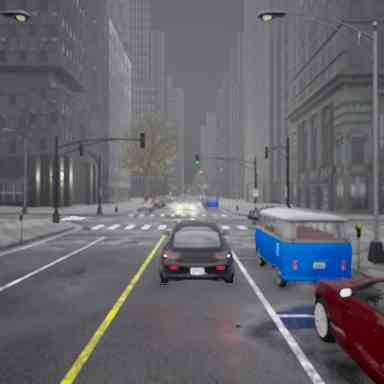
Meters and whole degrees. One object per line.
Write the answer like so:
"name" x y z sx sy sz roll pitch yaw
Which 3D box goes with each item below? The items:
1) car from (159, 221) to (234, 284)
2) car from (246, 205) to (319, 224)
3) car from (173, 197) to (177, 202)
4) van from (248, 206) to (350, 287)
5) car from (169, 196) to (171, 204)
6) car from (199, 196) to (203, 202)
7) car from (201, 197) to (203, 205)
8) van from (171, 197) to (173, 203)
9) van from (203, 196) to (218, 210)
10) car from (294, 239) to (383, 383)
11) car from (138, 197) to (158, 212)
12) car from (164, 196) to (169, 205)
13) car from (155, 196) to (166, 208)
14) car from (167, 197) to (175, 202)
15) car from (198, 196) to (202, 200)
"car" 0.120 1.574 9.583 1.812 1.442 4.674 0 0 0
"car" 7.265 1.831 26.993 5.357 1.411 2.033 1 -1 -11
"car" -5.643 2.040 84.051 1.947 1.339 4.313 0 0 0
"van" 2.793 1.387 9.141 1.690 1.788 3.998 0 0 0
"car" -5.673 1.894 62.896 2.008 1.369 4.403 0 0 0
"car" 2.853 1.929 63.364 1.802 1.307 4.206 0 0 0
"car" 2.838 1.849 52.537 1.947 1.339 4.313 0 0 0
"van" -5.657 1.749 73.475 1.690 1.788 3.998 0 0 0
"van" 2.831 1.592 47.126 1.690 1.788 3.998 0 0 0
"car" 2.784 1.563 3.615 1.887 1.381 4.507 0 0 0
"car" -5.708 1.745 41.568 1.752 1.417 4.829 0 0 0
"car" -5.679 1.627 57.608 2.192 1.841 5.009 0 0 0
"car" -5.687 1.826 52.318 1.887 1.381 4.507 0 0 0
"car" -5.636 2.032 89.171 1.752 1.417 4.829 0 0 0
"car" 2.861 1.930 68.777 2.008 1.369 4.403 0 0 0
